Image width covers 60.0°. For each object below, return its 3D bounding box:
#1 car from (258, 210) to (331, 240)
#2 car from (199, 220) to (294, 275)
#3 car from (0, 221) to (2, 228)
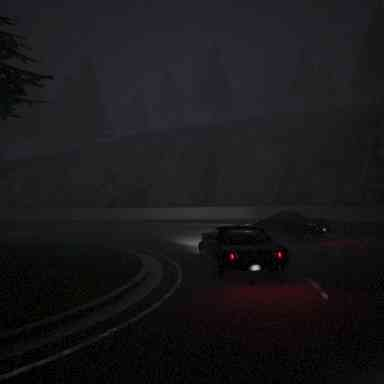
[{"bbox_3d":[5.493,1.763,18.758,1.812,1.442,4.674,0,-1,-31],"label":"car"},{"bbox_3d":[1.447,1.768,11.103,1.895,1.301,4.718,-1,-1,-6],"label":"car"},{"bbox_3d":[-14.993,2.074,21.506,4.674,1.442,1.812,0,-1,-18],"label":"car"}]
